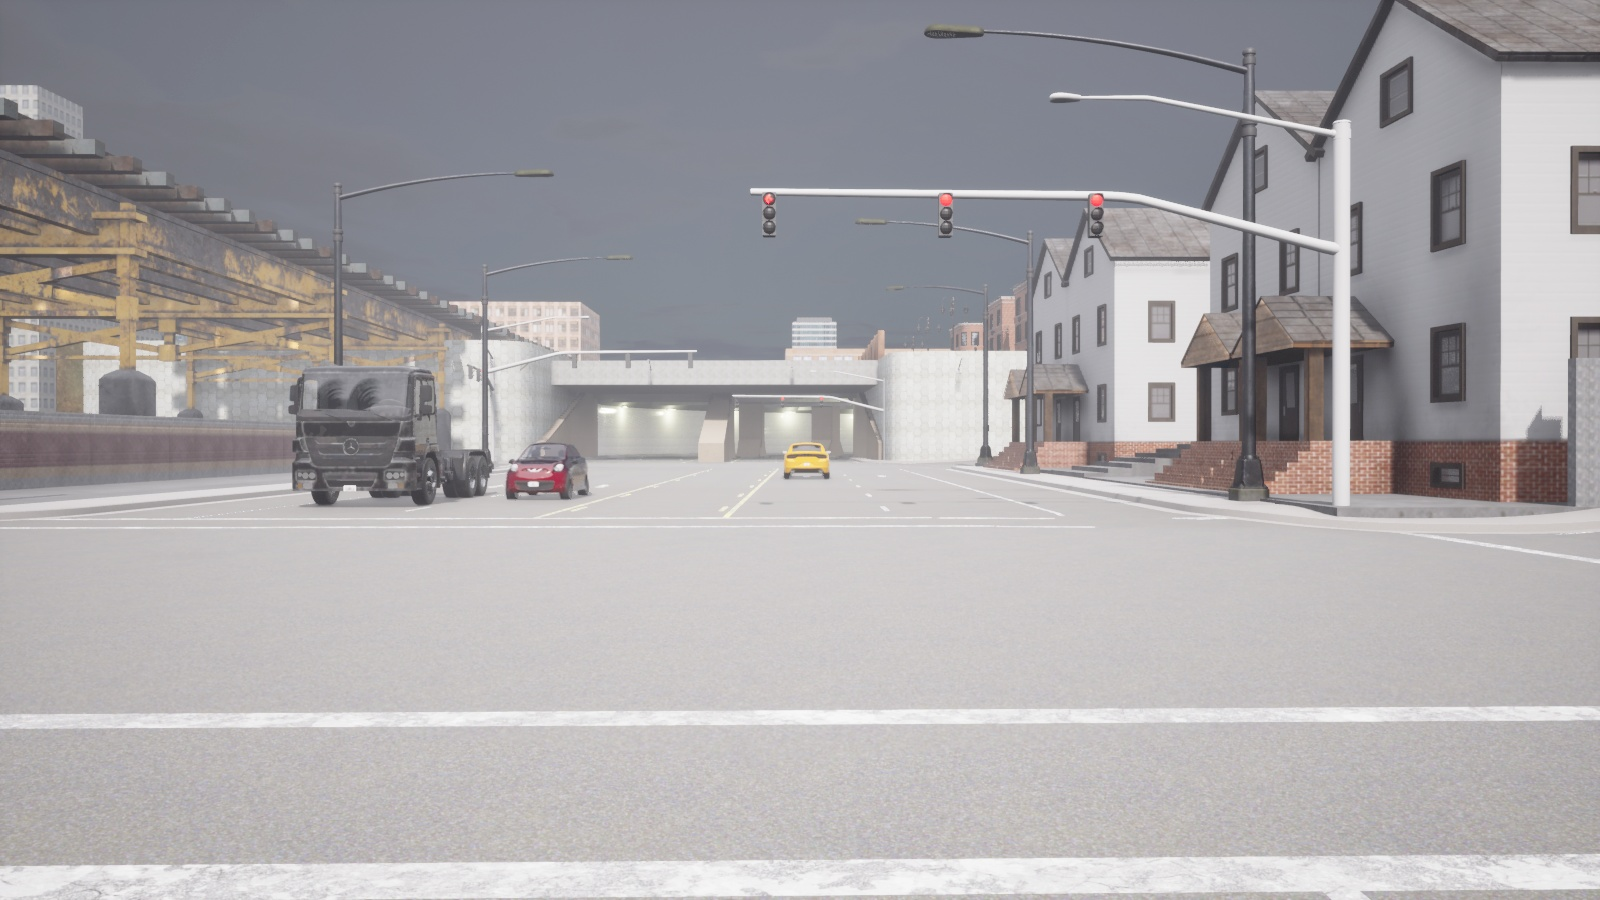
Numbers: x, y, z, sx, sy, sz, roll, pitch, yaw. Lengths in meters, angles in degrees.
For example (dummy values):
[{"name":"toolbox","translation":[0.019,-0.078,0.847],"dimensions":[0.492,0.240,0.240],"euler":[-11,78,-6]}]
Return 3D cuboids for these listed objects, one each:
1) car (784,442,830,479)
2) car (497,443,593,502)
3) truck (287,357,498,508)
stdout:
[{"name":"car","translation":[0.287,0.419,54.051],"dimensions":[1.882,1.535,5.008],"euler":[0,0,0]},{"name":"car","translation":[-6.815,0.564,33.874],"dimensions":[1.845,1.501,3.633],"euler":[0,0,0]},{"name":"truck","translation":[-10.319,-0.429,32.822],"dimensions":[2.891,3.462,7.936],"euler":[0,0,0]}]
